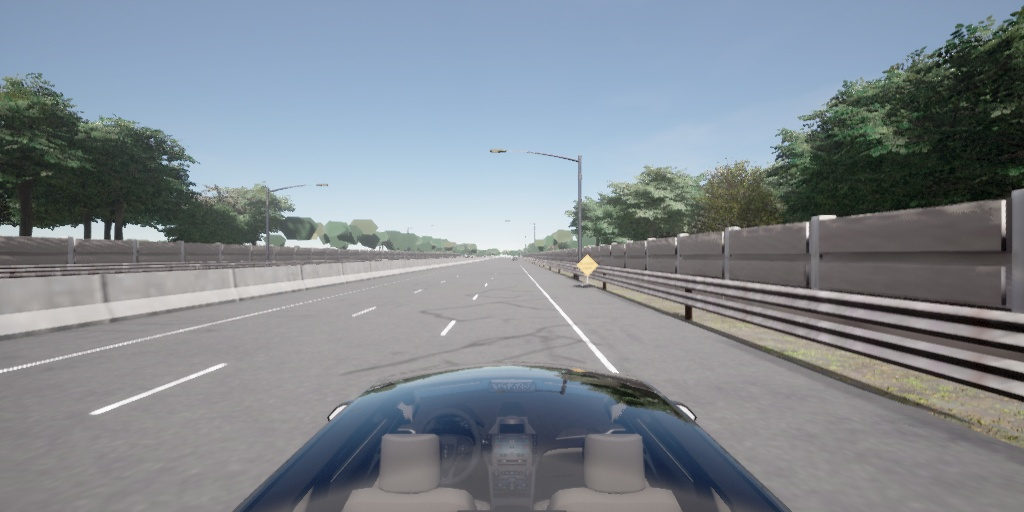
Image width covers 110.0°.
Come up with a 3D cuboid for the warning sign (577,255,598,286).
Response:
[{"bbox_3d":[4.549,0.850,21.622,1.300,1.860,1.060,0,0,0],"label":"warning sign"}]
